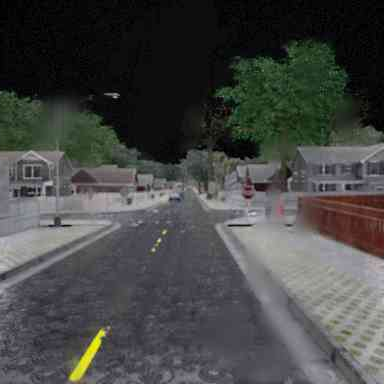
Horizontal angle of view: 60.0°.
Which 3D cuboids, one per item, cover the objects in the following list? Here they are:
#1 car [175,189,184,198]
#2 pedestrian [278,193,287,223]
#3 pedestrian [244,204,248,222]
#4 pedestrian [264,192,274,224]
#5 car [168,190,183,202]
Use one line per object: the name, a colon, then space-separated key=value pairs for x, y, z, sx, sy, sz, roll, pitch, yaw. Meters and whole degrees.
car: x=-2.884 y=0.401 z=71.329 sx=2.150 sy=2.045 sz=5.566 roll=0 pitch=1 yaw=0
pedestrian: x=5.356 y=0.912 z=20.063 sx=0.375 sy=1.860 sz=0.375 roll=0 pitch=1 yaw=0
pedestrian: x=3.410 y=1.288 z=20.665 sx=0.500 sy=1.100 sz=0.500 roll=0 pitch=1 yaw=0
pedestrian: x=4.472 y=0.920 z=19.461 sx=0.375 sy=1.860 sz=0.375 roll=0 pitch=1 yaw=0
car: x=-2.910 y=0.838 z=55.840 sx=1.882 sy=1.535 sz=5.008 roll=0 pitch=1 yaw=0
